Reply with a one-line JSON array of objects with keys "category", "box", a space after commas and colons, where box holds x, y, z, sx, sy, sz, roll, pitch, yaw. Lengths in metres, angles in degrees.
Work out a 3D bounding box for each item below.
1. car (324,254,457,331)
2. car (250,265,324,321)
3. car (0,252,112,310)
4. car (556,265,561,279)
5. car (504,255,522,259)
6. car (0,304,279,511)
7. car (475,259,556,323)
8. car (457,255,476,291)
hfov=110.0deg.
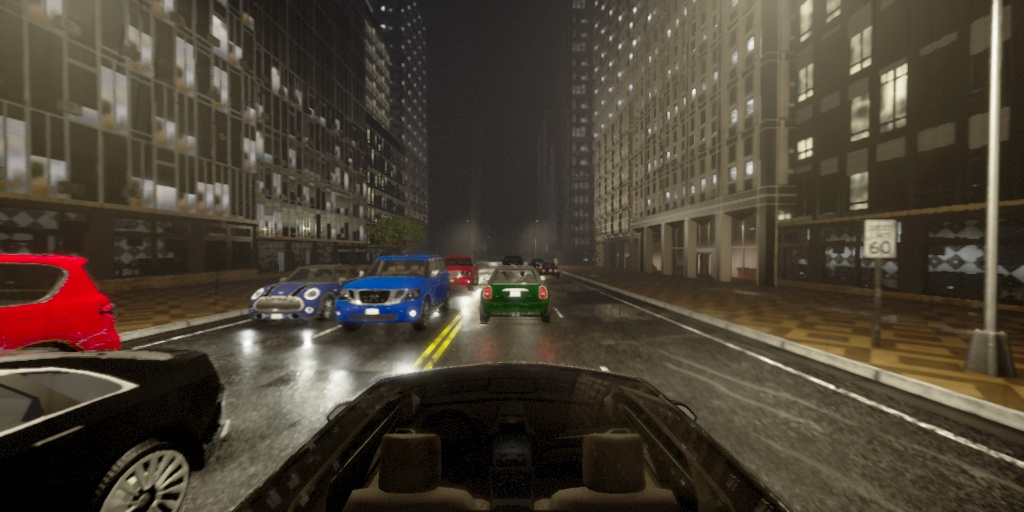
[{"category": "car", "box": [-3.327, 0.964, 11.301, 2.150, 2.045, 5.566, 0, 0, 0]}, {"category": "car", "box": [-6.565, 1.093, 12.267, 2.097, 1.767, 4.553, 0, 0, 0]}, {"category": "car", "box": [-6.598, 0.969, 2.678, 2.150, 2.045, 5.566, 0, 0, 0]}, {"category": "car", "box": [3.243, 1.272, 32.500, 2.033, 1.411, 5.357, 0, 0, 0]}, {"category": "car", "box": [0.093, 0.942, 35.322, 2.150, 2.045, 5.566, 0, 0, 0]}, {"category": "car", "box": [-3.341, 1.242, 1.016, 2.128, 1.511, 4.902, 0, 0, 0]}, {"category": "car", "box": [0.098, 1.094, 12.205, 2.097, 1.767, 4.553, 0, 0, 0]}, {"category": "car", "box": [-3.257, 0.955, 22.001, 2.150, 2.045, 5.566, 0, 0, 0]}]
